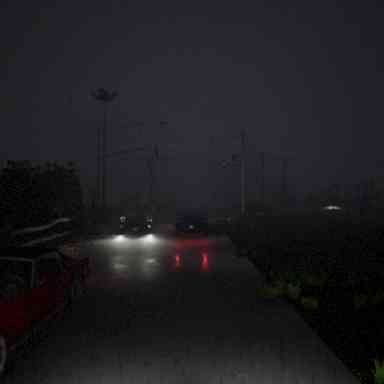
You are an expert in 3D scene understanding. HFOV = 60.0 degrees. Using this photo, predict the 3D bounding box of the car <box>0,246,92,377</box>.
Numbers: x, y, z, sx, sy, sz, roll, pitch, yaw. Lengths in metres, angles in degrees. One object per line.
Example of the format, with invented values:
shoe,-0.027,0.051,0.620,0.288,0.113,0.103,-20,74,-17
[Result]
car,-3.229,1.662,5.452,1.895,1.301,4.718,0,-1,0

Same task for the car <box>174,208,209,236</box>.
car,-0.048,1.684,19.775,1.882,1.535,5.008,0,-1,0

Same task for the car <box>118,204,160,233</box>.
car,-3.264,1.575,21.218,2.097,1.767,4.553,0,0,0
